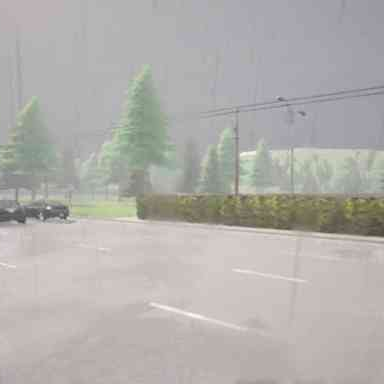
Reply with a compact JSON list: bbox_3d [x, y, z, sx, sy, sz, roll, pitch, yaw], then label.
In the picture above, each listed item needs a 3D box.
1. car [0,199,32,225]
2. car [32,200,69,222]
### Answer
[{"bbox_3d":[-12.899,1.208,21.790,4.553,1.767,2.097,0,0,35],"label":"car"},{"bbox_3d":[-11.163,1.358,24.853,4.892,1.490,1.837,0,0,36],"label":"car"}]
